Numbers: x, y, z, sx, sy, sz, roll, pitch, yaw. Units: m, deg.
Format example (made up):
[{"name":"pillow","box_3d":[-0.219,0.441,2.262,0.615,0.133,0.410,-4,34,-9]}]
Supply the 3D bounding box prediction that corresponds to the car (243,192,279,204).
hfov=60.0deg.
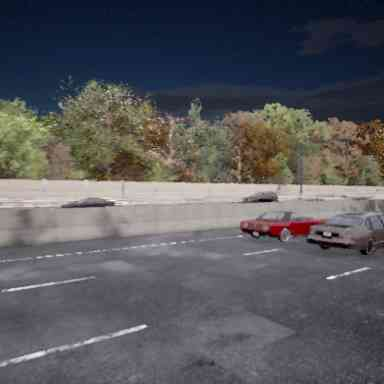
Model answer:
[{"name":"car","box_3d":[9.375,1.022,44.986,5.566,2.045,2.150,0,0,-35]}]

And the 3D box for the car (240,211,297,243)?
[{"name":"car","box_3d":[4.592,1.534,15.748,4.718,1.301,1.895,0,0,-36]}]

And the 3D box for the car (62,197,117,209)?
[{"name":"car","box_3d":[-9.664,1.266,31.473,5.008,1.535,1.882,0,0,-35]}]

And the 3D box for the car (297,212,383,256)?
[{"name":"car","box_3d":[6.720,1.504,12.965,5.357,1.411,2.033,0,0,-36]}]
